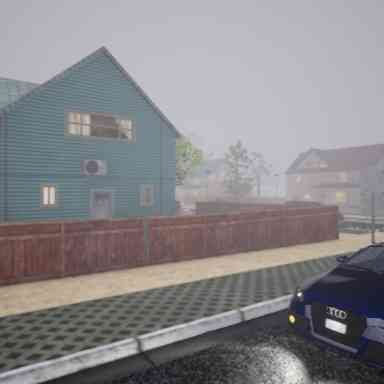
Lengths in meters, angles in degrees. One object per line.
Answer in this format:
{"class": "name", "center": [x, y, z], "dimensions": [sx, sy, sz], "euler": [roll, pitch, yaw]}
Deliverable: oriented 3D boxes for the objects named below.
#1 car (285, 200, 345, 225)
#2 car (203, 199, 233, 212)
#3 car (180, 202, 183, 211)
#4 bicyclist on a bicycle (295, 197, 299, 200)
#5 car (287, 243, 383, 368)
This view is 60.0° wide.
{"class": "car", "center": [8.309, 1.395, 23.489], "dimensions": [2.097, 1.767, 4.553], "euler": [0, 0, -35]}
{"class": "car", "center": [2.896, 1.476, 31.075], "dimensions": [1.882, 1.535, 5.008], "euler": [0, 0, -35]}
{"class": "car", "center": [-2.956, 1.305, 39.282], "dimensions": [2.097, 1.767, 4.553], "euler": [0, 0, -36]}
{"class": "bicyclist on a bicycle", "center": [9.911, 1.323, 31.329], "dimensions": [1.656, 1.620, 0.582], "euler": [0, 0, -36]}
{"class": "car", "center": [3.522, 1.590, 5.519], "dimensions": [4.181, 1.385, 1.994], "euler": [0, 0, -35]}
